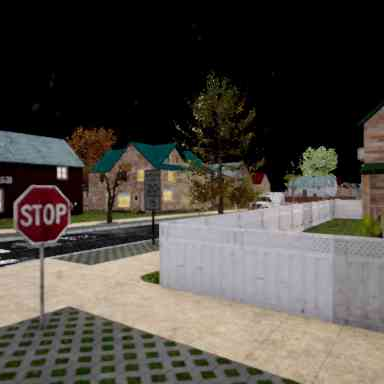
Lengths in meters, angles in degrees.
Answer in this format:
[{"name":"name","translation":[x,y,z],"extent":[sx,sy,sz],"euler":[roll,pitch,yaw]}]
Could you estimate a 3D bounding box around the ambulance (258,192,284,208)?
[{"name":"ambulance","translation":[8.746,1.246,38.853],"extent":[2.351,2.431,6.366],"euler":[-1,-1,34]}]
